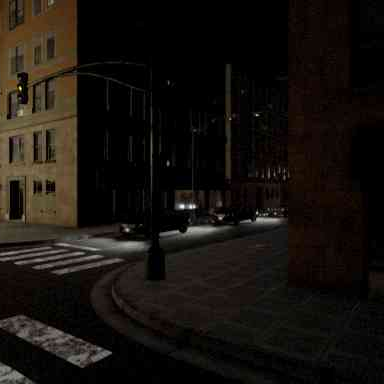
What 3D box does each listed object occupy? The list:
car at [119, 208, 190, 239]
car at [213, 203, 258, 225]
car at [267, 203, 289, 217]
[{"bbox_3d":[-1.878,1.610,18.276,1.812,1.442,4.674,0,0,34],"label":"car"},{"bbox_3d":[3.453,1.627,25.748,2.128,1.511,4.902,0,0,35],"label":"car"},{"bbox_3d":[9.356,1.791,34.011,1.895,1.301,4.718,0,0,36],"label":"car"}]
